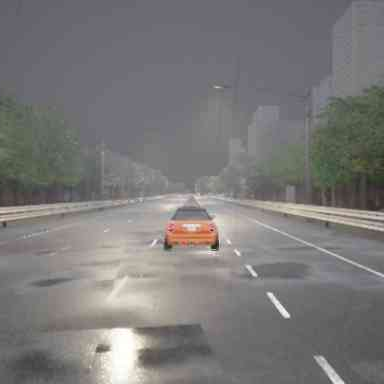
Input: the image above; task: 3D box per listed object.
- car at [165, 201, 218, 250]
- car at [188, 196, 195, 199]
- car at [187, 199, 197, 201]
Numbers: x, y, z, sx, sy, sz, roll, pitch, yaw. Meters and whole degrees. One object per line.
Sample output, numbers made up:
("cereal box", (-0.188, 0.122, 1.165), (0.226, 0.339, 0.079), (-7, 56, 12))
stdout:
("car", (-0.014, 1.445, 14.889), (2.097, 1.767, 4.553), (0, 0, 0))
("car", (-0.028, 2.008, 63.673), (1.994, 1.385, 4.181), (0, 0, 0))
("car", (-0.018, 1.703, 32.562), (1.882, 1.535, 5.008), (0, 0, 0))
